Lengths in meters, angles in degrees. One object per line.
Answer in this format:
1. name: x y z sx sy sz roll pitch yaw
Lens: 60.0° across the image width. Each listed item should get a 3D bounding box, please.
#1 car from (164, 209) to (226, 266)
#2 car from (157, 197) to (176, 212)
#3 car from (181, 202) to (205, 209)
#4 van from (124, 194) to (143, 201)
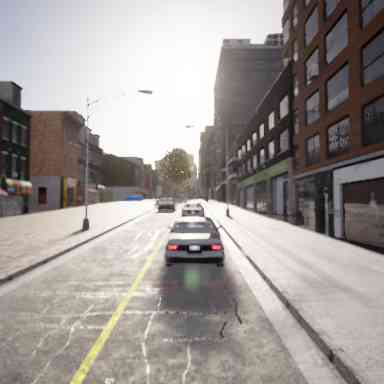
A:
1. car: 0.080 1.547 11.457 2.033 1.411 5.357 0 0 0
2. car: -2.843 1.374 38.003 1.882 1.535 5.008 0 0 0
3. car: 0.080 1.499 26.331 2.033 1.411 5.357 0 0 0
4. van: -12.922 1.430 73.909 3.998 1.788 1.690 0 -2 0
